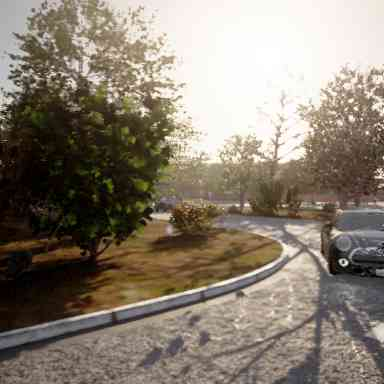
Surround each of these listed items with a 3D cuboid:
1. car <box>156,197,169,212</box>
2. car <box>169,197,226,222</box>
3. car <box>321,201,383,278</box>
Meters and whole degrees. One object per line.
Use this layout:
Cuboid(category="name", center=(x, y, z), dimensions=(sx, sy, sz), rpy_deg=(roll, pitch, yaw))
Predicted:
Cuboid(category="car", center=(-2.862, 1.354, 39.784), dimensions=(2.097, 1.767, 4.553), rpy_deg=(1, 0, -22))
Cuboid(category="car", center=(0.554, 1.319, 25.337), dimensions=(2.097, 1.767, 4.553), rpy_deg=(1, 0, -35))
Cuboid(category="car", center=(5.108, 1.296, 9.905), dimensions=(2.097, 1.767, 4.553), rpy_deg=(0, 0, 17))
